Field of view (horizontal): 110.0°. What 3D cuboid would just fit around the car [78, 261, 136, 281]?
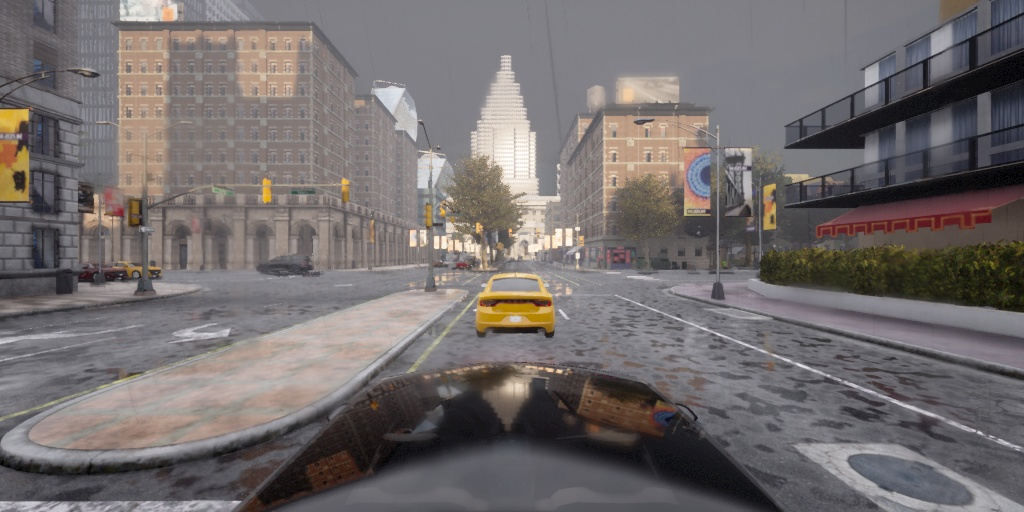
[{"bbox_3d":[-33.938,1.228,28.838,5.008,1.535,1.882,0,0,0],"label":"car"}]

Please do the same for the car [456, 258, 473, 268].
[{"bbox_3d":[-7.986,1.351,59.072,1.895,1.301,4.718,0,0,0],"label":"car"}]

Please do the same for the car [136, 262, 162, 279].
[{"bbox_3d":[-34.574,1.228,32.336,5.008,1.535,1.882,0,0,0],"label":"car"}]

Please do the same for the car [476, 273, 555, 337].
[{"bbox_3d":[0.094,1.228,10.331,1.882,1.535,5.008,0,0,0],"label":"car"}]

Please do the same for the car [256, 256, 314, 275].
[{"bbox_3d":[-24.937,0.971,39.570,5.566,2.045,2.150,0,0,0],"label":"car"}]
